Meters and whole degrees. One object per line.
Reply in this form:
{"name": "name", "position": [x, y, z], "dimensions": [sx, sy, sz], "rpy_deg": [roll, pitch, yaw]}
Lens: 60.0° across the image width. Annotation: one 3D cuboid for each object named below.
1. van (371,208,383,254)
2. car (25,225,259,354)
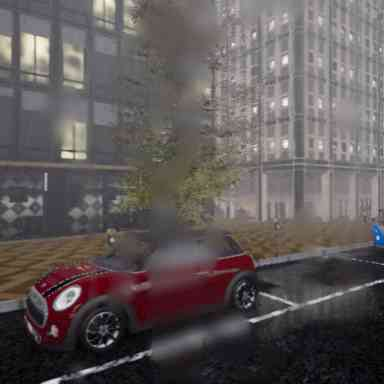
{"name": "van", "position": [8.444, 1.409, 12.590], "dimensions": [3.998, 1.788, 1.690], "rpy_deg": [0, -1, -35]}
{"name": "car", "position": [-0.742, 1.453, 6.040], "dimensions": [4.097, 1.590, 1.967], "rpy_deg": [0, -1, -35]}
